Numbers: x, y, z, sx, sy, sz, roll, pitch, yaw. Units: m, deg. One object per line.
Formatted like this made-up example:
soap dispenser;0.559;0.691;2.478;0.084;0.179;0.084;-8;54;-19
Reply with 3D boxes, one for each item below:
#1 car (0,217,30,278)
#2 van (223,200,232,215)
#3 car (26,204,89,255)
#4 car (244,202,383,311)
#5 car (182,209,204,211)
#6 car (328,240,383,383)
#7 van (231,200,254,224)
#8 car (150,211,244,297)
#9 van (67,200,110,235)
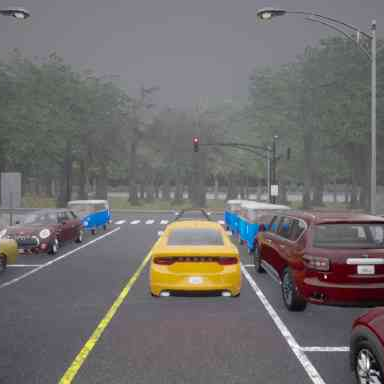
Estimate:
car;-5.769;1.526;7.484;1.752;1.417;4.829;0;0;0
van;2.747;1.343;18.536;1.690;1.788;3.998;0;0;0
car;-5.773;1.441;13.092;1.967;1.590;4.097;0;0;0
car;2.756;1.315;7.661;2.192;1.841;5.009;0;0;0
car;0.046;1.566;17.538;1.994;1.385;4.181;0;0;0
car;2.760;1.440;2.223;1.967;1.590;4.097;0;0;0
van;2.752;1.342;13.098;1.690;1.788;3.998;0;0;0
car;0.080;1.478;8.616;1.882;1.535;5.008;0;0;0
van;-5.778;1.343;18.530;1.690;1.788;3.998;0;0;0
